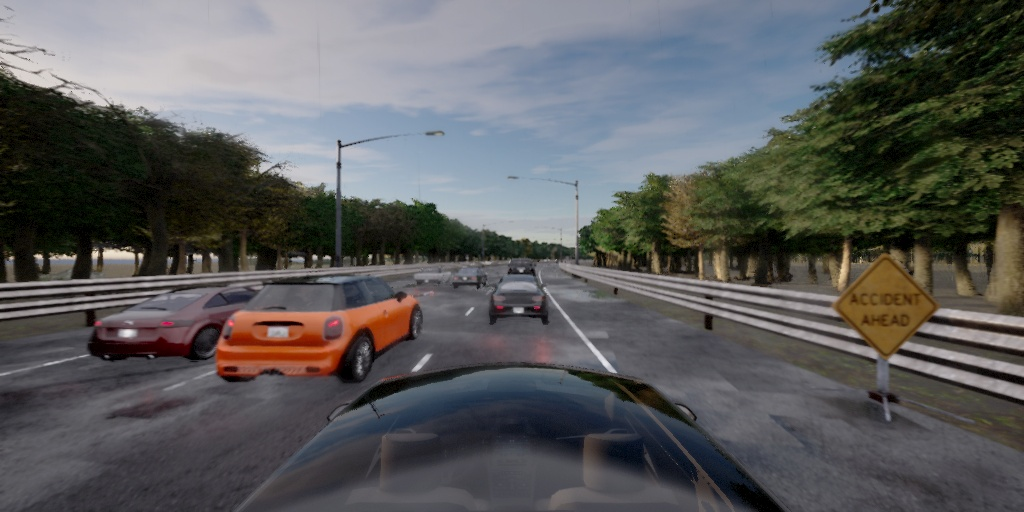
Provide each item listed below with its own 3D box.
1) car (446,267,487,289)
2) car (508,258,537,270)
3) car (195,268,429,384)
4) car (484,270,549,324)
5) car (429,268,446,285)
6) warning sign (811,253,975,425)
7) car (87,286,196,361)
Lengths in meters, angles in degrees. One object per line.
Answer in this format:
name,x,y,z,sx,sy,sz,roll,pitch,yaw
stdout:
car,-2.879,1.510,25.288,2.033,1.411,5.357,0,0,3
car,0.811,1.223,29.325,2.150,2.045,5.566,0,0,3
car,-3.369,1.149,7.347,2.097,1.767,4.553,0,-1,1
car,0.230,1.373,12.316,1.812,1.442,4.674,0,-1,1
car,-6.222,1.591,28.804,1.895,1.301,4.718,0,-1,3
warning sign,4.556,0.895,4.404,1.300,1.860,1.060,0,0,0
car,-6.851,1.369,8.435,1.994,1.385,4.181,0,0,1
